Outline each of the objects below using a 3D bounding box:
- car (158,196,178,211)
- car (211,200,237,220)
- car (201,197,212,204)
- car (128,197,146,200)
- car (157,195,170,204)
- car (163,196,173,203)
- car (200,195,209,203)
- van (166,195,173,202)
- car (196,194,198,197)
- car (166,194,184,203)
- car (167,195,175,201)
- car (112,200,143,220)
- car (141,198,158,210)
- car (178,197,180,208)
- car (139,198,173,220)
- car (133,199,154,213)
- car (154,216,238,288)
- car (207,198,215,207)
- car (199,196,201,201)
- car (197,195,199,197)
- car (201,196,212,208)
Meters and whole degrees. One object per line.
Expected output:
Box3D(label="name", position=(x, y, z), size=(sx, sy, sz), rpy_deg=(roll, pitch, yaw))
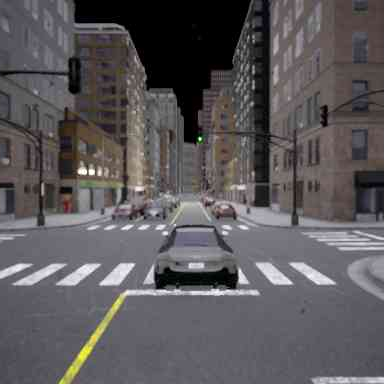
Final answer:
Box3D(label="car", position=(-3.094, 1.582, 38.608), size=(2.128, 1.511, 4.902), rpy_deg=(0, 0, 0))
Box3D(label="car", position=(2.846, 1.644, 28.540), size=(1.802, 1.307, 4.206), rpy_deg=(-1, 0, 0))
Box3D(label="car", position=(2.842, 1.737, 67.484), size=(2.008, 1.369, 4.403), rpy_deg=(-1, 0, 0))
Box3D(label="car", position=(-5.683, 1.392, 34.077), size=(2.192, 1.841, 5.009), rpy_deg=(-1, 0, 0))
Box3D(label="car", position=(-5.686, 1.502, 67.467), size=(2.192, 1.841, 5.009), rpy_deg=(-1, 0, 0))
Box3D(label="car", position=(-5.686, 1.666, 78.597), size=(1.967, 1.590, 4.097), rpy_deg=(-1, 0, 0))
Box3D(label="car", position=(2.842, 1.587, 56.356), size=(1.967, 1.590, 4.097), rpy_deg=(-1, 0, 0))
Box3D(label="van", position=(-5.687, 1.585, 84.163), size=(1.690, 1.788, 3.998), rpy_deg=(-1, 0, 0))
Box3D(label="car", position=(2.840, 1.803, 95.473), size=(1.752, 1.417, 4.829), rpy_deg=(-1, 0, 0))
Box3D(label="car", position=(-3.006, 1.647, 58.734), size=(2.128, 1.511, 4.902), rpy_deg=(0, 0, 0))
Box3D(label="car", position=(-5.686, 1.702, 89.727), size=(1.967, 1.590, 4.097), rpy_deg=(-1, 0, 0))
Box3D(label="car", position=(-5.679, 1.644, 28.512), size=(1.802, 1.307, 4.206), rpy_deg=(-1, 0, 0))
Box3D(label="car", position=(-5.681, 1.635, 45.036), size=(1.752, 1.417, 4.829), rpy_deg=(-1, 0, 0))
Box3D(label="car", position=(-3.059, 1.646, 48.301), size=(1.812, 1.442, 4.674), rpy_deg=(0, 0, 0))
Box3D(label="car", position=(-3.101, 1.556, 29.209), size=(2.128, 1.511, 4.902), rpy_deg=(0, 0, 0))
Box3D(label="car", position=(-5.681, 1.638, 39.641), size=(1.887, 1.381, 4.507), rpy_deg=(-1, 0, 0))
Box3D(label="car", position=(0.093, 1.588, 9.276), size=(1.994, 1.385, 4.181), rpy_deg=(0, 0, 0))
Box3D(label="car", position=(2.845, 1.603, 34.273), size=(1.752, 1.417, 4.829), rpy_deg=(-1, 0, 0))
Box3D(label="car", position=(2.842, 1.711, 61.920), size=(1.887, 1.381, 4.507), rpy_deg=(-1, 0, 0))
Box3D(label="car", position=(2.839, 1.522, 73.048), size=(2.192, 1.841, 5.009), rpy_deg=(-1, 0, 0))
Box3D(label="car", position=(2.844, 1.672, 50.793), size=(1.887, 1.381, 4.507), rpy_deg=(-1, 0, 0))
